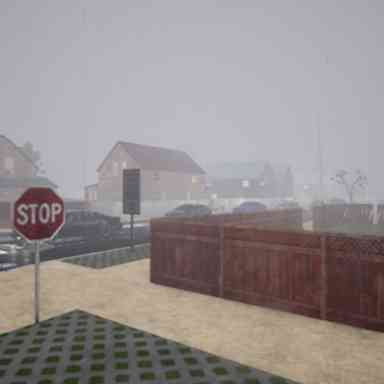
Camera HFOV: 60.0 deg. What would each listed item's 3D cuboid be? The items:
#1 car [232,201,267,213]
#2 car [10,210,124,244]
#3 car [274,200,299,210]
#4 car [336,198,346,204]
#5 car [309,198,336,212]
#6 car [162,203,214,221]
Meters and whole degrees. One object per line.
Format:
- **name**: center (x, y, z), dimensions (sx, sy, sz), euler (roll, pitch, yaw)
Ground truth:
- **car**: center (5.718, 1.664, 32.868), dimensions (1.882, 1.535, 5.008), euler (0, 0, 35)
- **car**: center (-5.917, 1.610, 16.511), dimensions (2.033, 1.411, 5.357), euler (0, 0, 37)
- **car**: center (11.837, 1.750, 41.464), dimensions (2.128, 1.511, 4.902), euler (0, 0, 35)
- **car**: center (22.737, 1.729, 51.786), dimensions (2.097, 1.767, 4.553), euler (0, 0, 32)
- **car**: center (16.707, 1.793, 43.314), dimensions (2.128, 1.511, 4.902), euler (0, 0, 35)
- **car**: center (-0.182, 1.626, 24.545), dimensions (1.837, 1.490, 4.892), euler (0, 0, 35)
